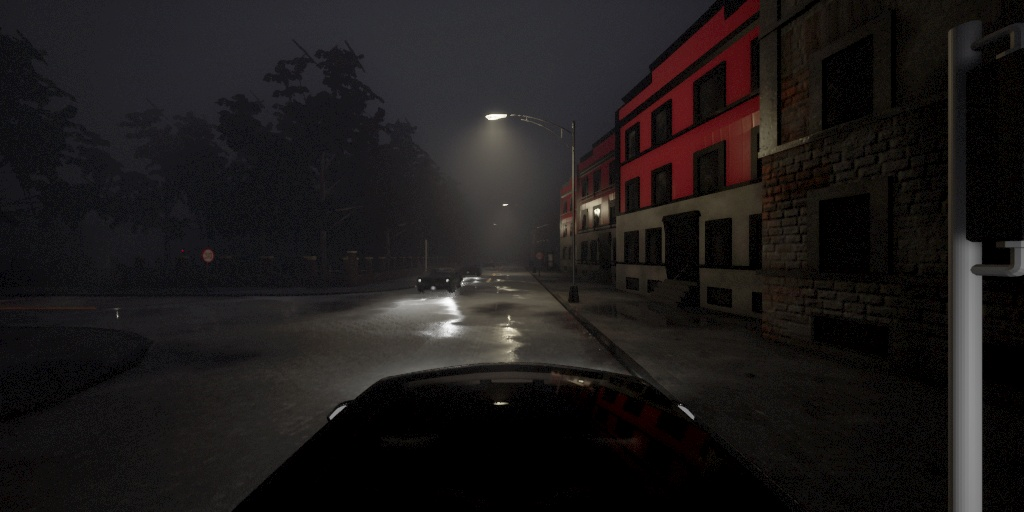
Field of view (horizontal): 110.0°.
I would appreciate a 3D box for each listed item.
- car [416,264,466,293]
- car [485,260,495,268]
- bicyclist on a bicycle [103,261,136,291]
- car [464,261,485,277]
[{"bbox_3d":[-4.056,1.351,20.723,1.895,1.301,4.718,0,0,0],"label":"car"},{"bbox_3d":[-3.886,1.298,60.883,2.033,1.411,5.357,0,0,1],"label":"car"},{"bbox_3d":[-21.808,1.099,19.947,0.582,1.620,1.656,0,0,0],"label":"bicyclist on a bicycle"},{"bbox_3d":[-4.024,1.312,34.774,1.994,1.385,4.181,0,0,0],"label":"car"}]
